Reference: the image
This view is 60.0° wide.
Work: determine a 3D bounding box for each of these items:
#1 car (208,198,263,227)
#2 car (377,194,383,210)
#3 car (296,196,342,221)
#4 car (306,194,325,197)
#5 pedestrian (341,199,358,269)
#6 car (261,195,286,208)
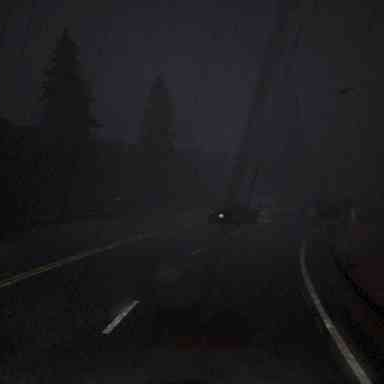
[{"bbox_3d":[2.667,1.311,20.771,1.994,1.385,4.181,0,1,29],"label":"car"},{"bbox_3d":[21.078,0.943,34.261,4.553,1.767,2.097,-1,1,-35],"label":"car"},{"bbox_3d":[9.593,1.267,24.576,1.994,1.385,4.181,0,1,39],"label":"car"},{"bbox_3d":[14.041,1.033,38.165,4.902,1.511,2.128,0,1,-34],"label":"car"},{"bbox_3d":[4.078,1.039,8.556,0.375,1.860,0.375,0,1,15],"label":"pedestrian"},{"bbox_3d":[9.066,1.056,38.798,4.674,1.442,1.812,-1,1,-38],"label":"car"}]
